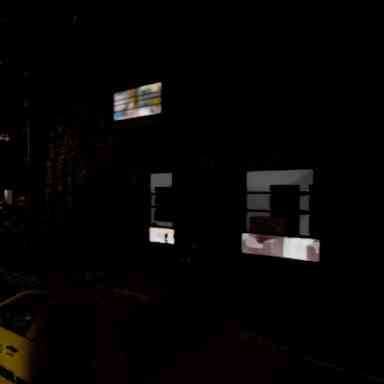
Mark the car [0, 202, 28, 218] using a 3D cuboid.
[{"bbox_3d":[-17.153,1.608,29.535,1.752,1.417,4.829,-1,-2,35],"label":"car"}]

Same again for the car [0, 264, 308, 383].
[{"bbox_3d":[-1.243,1.503,3.736,4.829,1.417,1.752,1,0,35],"label":"car"}]

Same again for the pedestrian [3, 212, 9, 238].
[{"bbox_3d":[-8.721,1.199,15.649,0.375,1.860,0.375,0,0,35],"label":"pedestrian"}]
